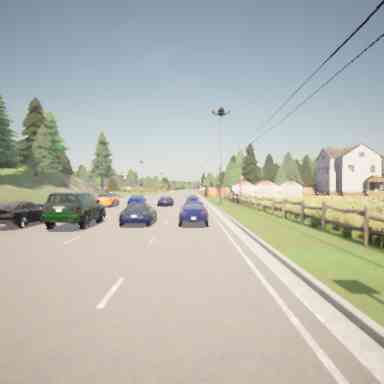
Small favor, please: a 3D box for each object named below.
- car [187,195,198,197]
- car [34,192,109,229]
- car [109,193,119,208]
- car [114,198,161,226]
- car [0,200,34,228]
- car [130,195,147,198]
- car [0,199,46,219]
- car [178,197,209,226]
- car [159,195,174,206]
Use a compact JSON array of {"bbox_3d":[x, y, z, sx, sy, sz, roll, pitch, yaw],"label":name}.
[{"bbox_3d":[0.086,1.082,44.824,1.812,1.442,4.674,0,1,0],"label":"car"},{"bbox_3d":[-6.902,1.023,19.896,2.150,2.045,5.566,0,0,0],"label":"car"},{"bbox_3d":[-10.416,0.944,41.203,2.097,1.767,4.553,0,0,0],"label":"car"},{"bbox_3d":[-3.401,1.351,21.481,1.994,1.385,4.181,0,1,0],"label":"car"},{"bbox_3d":[-10.402,1.306,20.173,1.837,1.490,4.892,0,1,0],"label":"car"},{"bbox_3d":[-6.914,1.057,42.482,1.882,1.535,5.008,0,1,0],"label":"car"},{"bbox_3d":[-13.989,1.331,27.290,1.895,1.301,4.718,0,1,0],"label":"car"},{"bbox_3d":[0.098,1.313,21.438,1.812,1.442,4.674,0,1,0],"label":"car"},{"bbox_3d":[-3.415,1.129,44.030,1.994,1.385,4.181,0,1,0],"label":"car"}]
